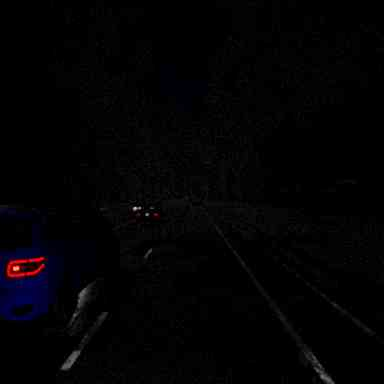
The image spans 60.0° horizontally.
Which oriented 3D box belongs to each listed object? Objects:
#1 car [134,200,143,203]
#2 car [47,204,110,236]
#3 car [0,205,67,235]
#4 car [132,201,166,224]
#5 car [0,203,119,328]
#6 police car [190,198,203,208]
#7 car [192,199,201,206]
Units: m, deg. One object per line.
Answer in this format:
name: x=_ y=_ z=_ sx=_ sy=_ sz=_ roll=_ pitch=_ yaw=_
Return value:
car: x=-9.794 y=2.125 z=61.964 sx=1.994 sy=1.385 sz=4.181 roll=0 pitch=-1 yaw=1
car: x=-6.602 y=1.581 z=20.065 sx=2.128 sy=1.511 sz=4.902 roll=0 pitch=0 yaw=0
car: x=-9.853 y=1.641 z=20.784 sx=2.033 sy=1.411 sz=5.357 roll=0 pitch=0 yaw=0
car: x=-3.156 y=1.682 z=25.884 sx=2.033 sy=1.411 sz=5.357 roll=0 pitch=-1 yaw=0
car: x=-3.152 y=1.244 z=7.197 sx=2.150 sy=2.045 sz=5.566 roll=0 pitch=0 yaw=0
police car: x=0.967 y=1.966 z=60.293 sx=1.930 sy=1.638 sz=5.238 roll=0 pitch=-1 yaw=0
car: x=0.966 y=2.201 z=70.182 sx=1.812 sy=1.442 sz=4.674 roll=0 pitch=-1 yaw=0
